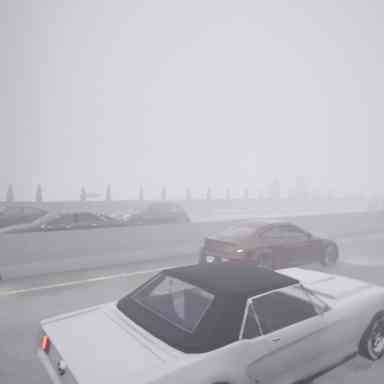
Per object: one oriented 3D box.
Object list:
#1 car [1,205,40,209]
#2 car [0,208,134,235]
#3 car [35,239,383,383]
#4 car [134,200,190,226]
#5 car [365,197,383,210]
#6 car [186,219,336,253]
[{"bbox_3d":[-9.858,1.478,18.458,5.008,1.535,1.882,0,0,-36],"label":"car"},{"bbox_3d":[-5.076,1.506,13.270,4.892,1.490,1.837,0,0,-36],"label":"car"},{"bbox_3d":[0.722,1.602,4.261,4.718,1.301,1.895,0,0,-36],"label":"car"},{"bbox_3d":[-2.404,1.359,19.477,4.553,1.767,2.097,0,0,-35],"label":"car"},{"bbox_3d":[24.334,1.449,43.207,4.553,1.767,2.097,0,0,-39],"label":"car"},{"bbox_3d":[2.339,1.531,9.716,4.674,1.442,1.812,0,0,-36],"label":"car"}]
